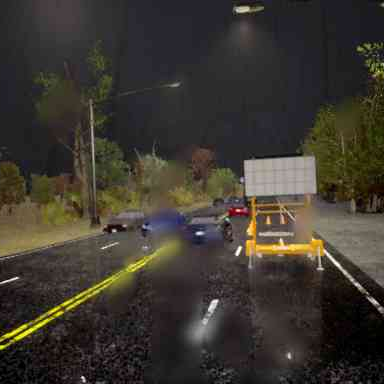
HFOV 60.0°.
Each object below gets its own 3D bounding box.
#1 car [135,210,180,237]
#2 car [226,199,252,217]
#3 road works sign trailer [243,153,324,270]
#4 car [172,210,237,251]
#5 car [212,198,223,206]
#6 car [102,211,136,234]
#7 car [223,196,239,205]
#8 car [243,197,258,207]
[{"bbox_3d":[-1.615,1.878,20.682,1.812,1.442,4.674,-3,0,13],"label":"car"},{"bbox_3d":[4.811,1.731,33.325,1.994,1.385,4.181,-3,0,13],"label":"car"},{"bbox_3d":[3.024,0.538,11.340,2.380,3.560,2.880,-3,0,13],"label":"road works sign trailer"},{"bbox_3d":[0.734,1.720,15.260,1.994,1.385,4.181,-3,-3,12],"label":"car"},{"bbox_3d":[5.077,1.867,64.010,1.837,1.490,4.892,-3,0,14],"label":"car"},{"bbox_3d":[-4.315,2.039,23.466,2.033,1.411,5.357,-3,0,13],"label":"car"},{"bbox_3d":[7.498,1.586,60.250,2.097,1.767,4.553,-3,0,13],"label":"car"},{"bbox_3d":[9.449,1.326,53.596,2.150,2.045,5.566,-3,0,13],"label":"car"}]
